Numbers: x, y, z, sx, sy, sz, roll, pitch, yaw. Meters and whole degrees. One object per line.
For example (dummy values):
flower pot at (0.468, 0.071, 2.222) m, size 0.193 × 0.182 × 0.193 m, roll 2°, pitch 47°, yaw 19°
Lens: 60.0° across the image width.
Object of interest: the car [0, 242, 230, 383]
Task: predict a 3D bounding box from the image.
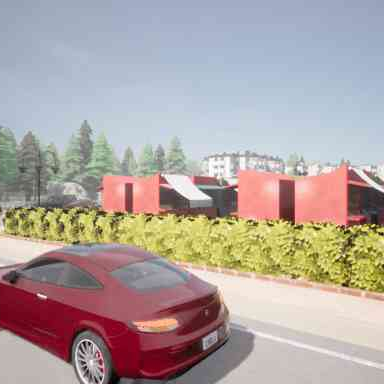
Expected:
car at (-1.649, 1.526, 5.171) m, size 4.674 × 1.442 × 1.812 m, roll 0°, pitch 0°, yaw 36°

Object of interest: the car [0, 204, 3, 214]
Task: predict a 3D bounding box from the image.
car at (-20.748, 1.407, 31.727) m, size 2.097 × 1.767 × 4.553 m, roll 0°, pitch 0°, yaw 36°

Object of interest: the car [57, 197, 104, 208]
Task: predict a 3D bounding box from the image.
car at (-10.543, 1.533, 33.479) m, size 1.882 × 1.535 × 5.008 m, roll 0°, pitch 0°, yaw 36°

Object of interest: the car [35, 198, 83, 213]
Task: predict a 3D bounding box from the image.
car at (-15.478, 1.533, 38.927) m, size 1.882 × 1.535 × 5.008 m, roll 0°, pitch 0°, yaw 36°

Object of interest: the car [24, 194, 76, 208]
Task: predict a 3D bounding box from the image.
car at (-14.477, 1.277, 34.375) m, size 2.150 × 2.045 × 5.566 m, roll 0°, pitch 0°, yaw 36°
